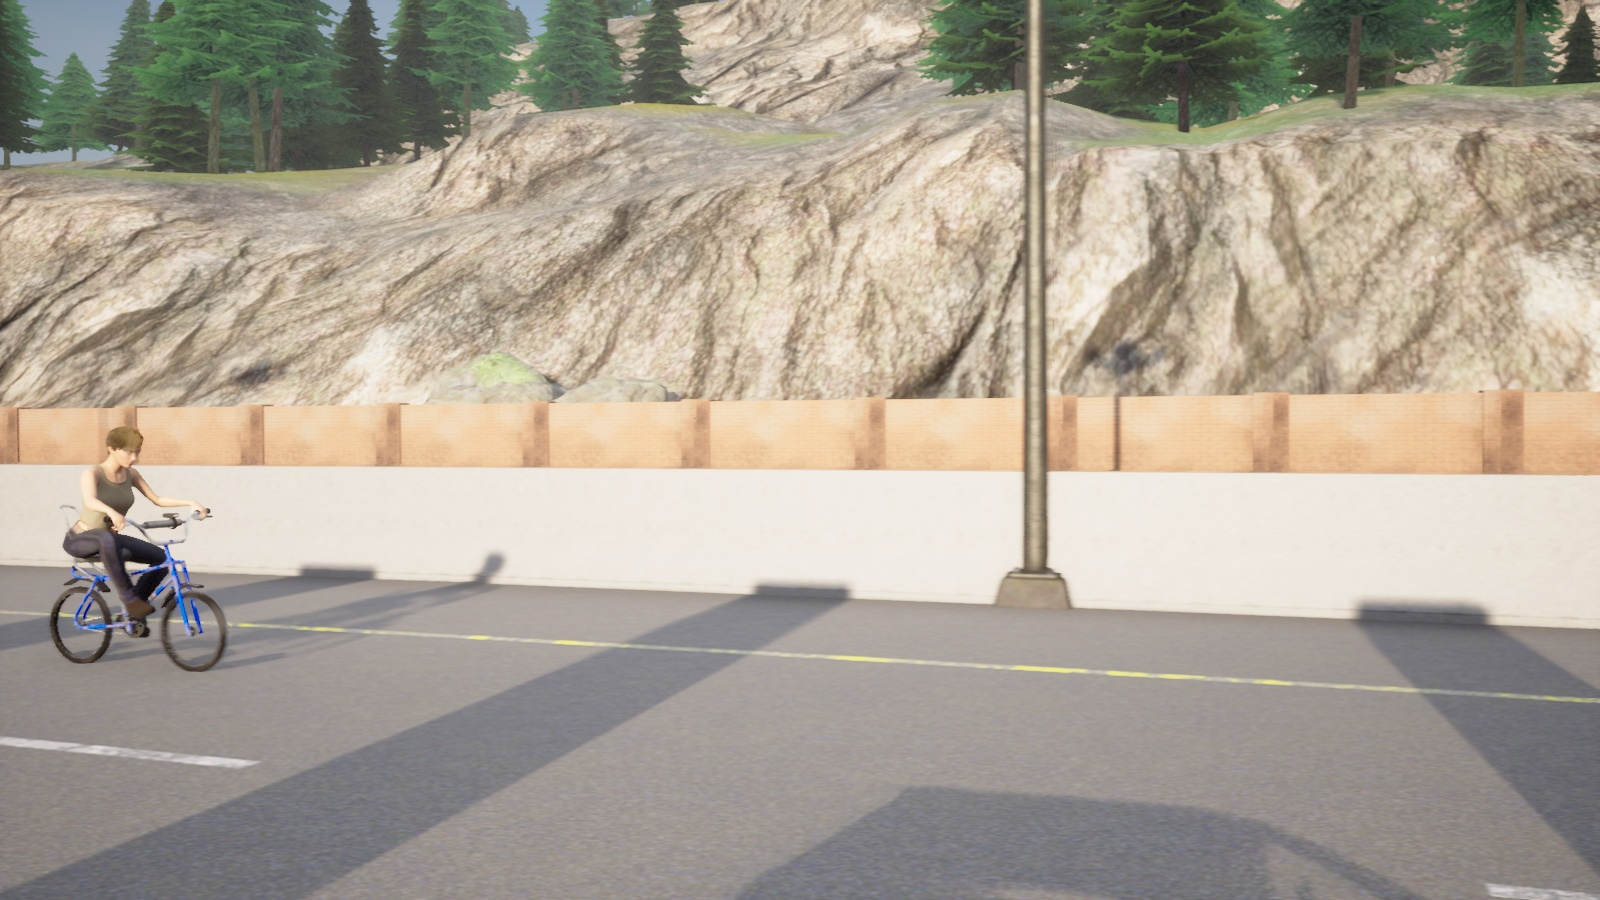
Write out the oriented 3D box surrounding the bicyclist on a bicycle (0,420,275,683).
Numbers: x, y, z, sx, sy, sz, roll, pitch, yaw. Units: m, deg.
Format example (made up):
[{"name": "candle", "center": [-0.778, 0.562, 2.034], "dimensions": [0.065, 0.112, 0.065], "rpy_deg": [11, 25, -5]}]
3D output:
[{"name": "bicyclist on a bicycle", "center": [-4.419, 0.613, 8.344], "dimensions": [1.509, 1.612, 0.866], "rpy_deg": [1, 1, 18]}]
